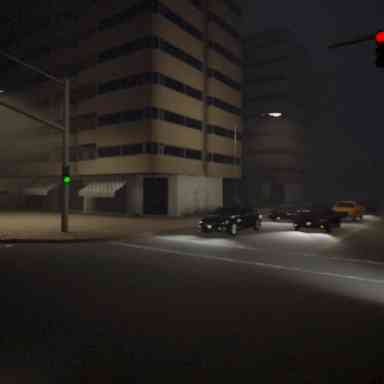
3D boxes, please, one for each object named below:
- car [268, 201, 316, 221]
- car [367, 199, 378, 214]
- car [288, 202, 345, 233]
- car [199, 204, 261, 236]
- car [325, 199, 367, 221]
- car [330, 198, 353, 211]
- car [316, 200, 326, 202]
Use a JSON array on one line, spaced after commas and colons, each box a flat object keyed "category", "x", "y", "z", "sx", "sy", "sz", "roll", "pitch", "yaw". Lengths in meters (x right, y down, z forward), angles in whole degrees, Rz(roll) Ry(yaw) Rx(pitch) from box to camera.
[{"category": "car", "x": 7.872, "y": 1.533, "z": 26.563, "sx": 2.033, "sy": 1.411, "sz": 5.357, "roll": 0, "pitch": 0, "yaw": 35}, {"category": "car", "x": 18.747, "y": 1.508, "z": 35.878, "sx": 2.128, "sy": 1.511, "sz": 4.902, "roll": 0, "pitch": 0, "yaw": 35}, {"category": "car", "x": 7.630, "y": 1.573, "z": 20.150, "sx": 1.994, "sy": 1.385, "sz": 4.181, "roll": 0, "pitch": 0, "yaw": 35}, {"category": "car", "x": 2.256, "y": 1.487, "z": 18.603, "sx": 1.837, "sy": 1.490, "sz": 4.892, "roll": 0, "pitch": 0, "yaw": 35}, {"category": "car", "x": 12.777, "y": 1.490, "z": 27.440, "sx": 1.882, "sy": 1.535, "sz": 5.008, "roll": 0, "pitch": 0, "yaw": 35}, {"category": "car", "x": 19.107, "y": 1.557, "z": 42.421, "sx": 1.994, "sy": 1.385, "sz": 4.181, "roll": 1, "pitch": 0, "yaw": 36}, {"category": "car", "x": 13.319, "y": 1.553, "z": 34.255, "sx": 1.994, "sy": 1.385, "sz": 4.181, "roll": 1, "pitch": 0, "yaw": 36}]
